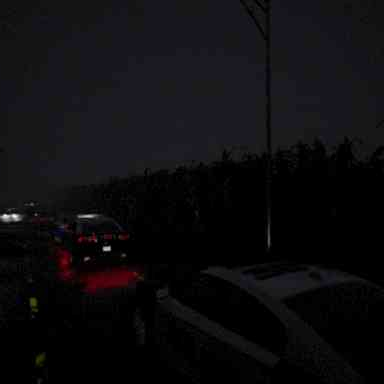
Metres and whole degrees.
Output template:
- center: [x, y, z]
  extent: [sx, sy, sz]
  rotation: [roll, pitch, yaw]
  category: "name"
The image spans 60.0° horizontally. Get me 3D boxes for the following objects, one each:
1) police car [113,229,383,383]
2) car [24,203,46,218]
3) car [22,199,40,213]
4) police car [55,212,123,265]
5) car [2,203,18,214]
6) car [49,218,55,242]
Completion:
- center: [0.730, 1.479, 3.952]
  extent: [1.930, 1.638, 5.238]
  rotation: [0, -1, -28]
  category: "police car"
- center: [-17.927, 2.211, 38.120]
  extent: [1.895, 1.301, 4.718]
  rotation: [0, -1, -27]
  category: "car"
- center: [-23.827, 1.997, 49.336]
  extent: [2.150, 2.045, 5.566]
  rotation: [0, -1, -28]
  category: "car"
- center: [-3.887, 1.628, 12.820]
  extent: [1.930, 1.638, 5.238]
  rotation: [0, -1, -28]
  category: "police car"
- center: [-25.580, 2.244, 46.748]
  extent: [2.128, 1.511, 4.902]
  rotation: [0, -1, -27]
  category: "car"
- center: [-6.606, 1.814, 18.043]
  extent: [1.812, 1.442, 4.674]
  rotation: [0, -1, -28]
  category: "car"
